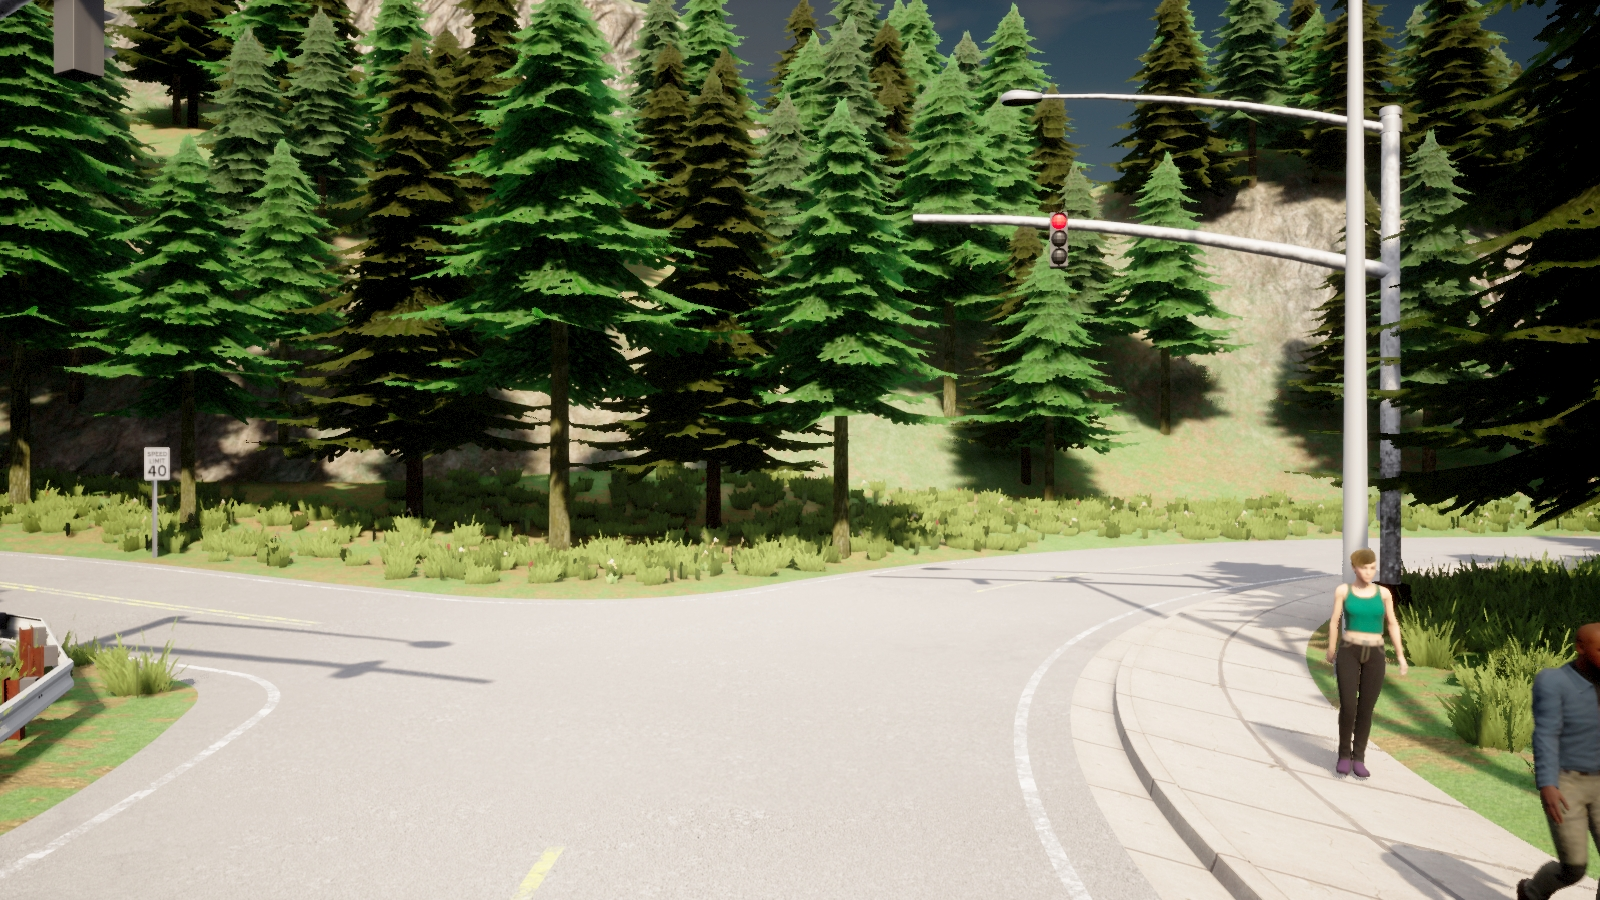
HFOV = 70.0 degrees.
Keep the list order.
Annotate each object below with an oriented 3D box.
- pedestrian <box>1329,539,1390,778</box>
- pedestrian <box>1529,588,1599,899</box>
[{"bbox_3d":[4.543,1.669,9.293,0.375,1.860,0.375,0,0,14],"label":"pedestrian"},{"bbox_3d":[4.097,1.669,5.935,0.375,1.860,0.375,0,0,-3],"label":"pedestrian"}]
